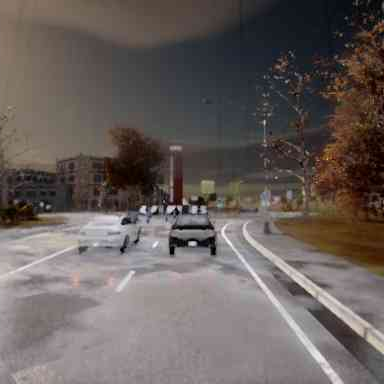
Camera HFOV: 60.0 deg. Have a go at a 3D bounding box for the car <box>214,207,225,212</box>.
[{"bbox_3d":[5.922,4.376,82.103,4.181,1.385,1.994,-1,-3,24],"label":"car"}]

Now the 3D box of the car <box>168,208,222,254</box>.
[{"bbox_3d":[0.043,1.655,14.225,2.128,1.511,4.902,0,-1,1],"label":"car"}]

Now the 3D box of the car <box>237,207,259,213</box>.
[{"bbox_3d":[13.487,4.275,80.619,2.033,1.411,5.357,3,-4,-45],"label":"car"}]

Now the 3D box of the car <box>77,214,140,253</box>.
[{"bbox_3d":[-3.455,1.692,14.335,1.812,1.442,4.674,0,-1,1],"label":"car"}]
